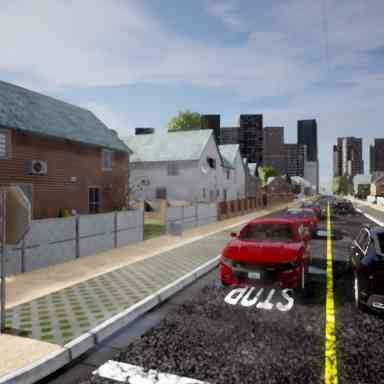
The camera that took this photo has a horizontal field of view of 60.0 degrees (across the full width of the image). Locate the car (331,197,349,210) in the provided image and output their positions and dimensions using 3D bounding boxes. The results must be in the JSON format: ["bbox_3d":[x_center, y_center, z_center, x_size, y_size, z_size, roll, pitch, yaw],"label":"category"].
[{"bbox_3d":[19.797,1.502,44.597,2.128,1.511,4.902,0,0,22],"label":"car"}]

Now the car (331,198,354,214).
[{"bbox_3d":[15.905,1.499,34.987,2.128,1.511,4.902,0,0,23],"label":"car"}]

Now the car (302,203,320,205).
[{"bbox_3d":[10.181,1.609,28.614,1.895,1.301,4.718,0,0,22],"label":"car"}]

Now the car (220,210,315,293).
[{"bbox_3d":[2.245,1.483,9.280,1.882,1.535,5.008,0,0,22],"label":"car"}]

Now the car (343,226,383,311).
[{"bbox_3d":[4.534,1.505,7.352,1.837,1.490,4.892,0,0,22],"label":"car"}]

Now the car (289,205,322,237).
[{"bbox_3d":[5.912,1.607,18.220,1.895,1.301,4.718,0,0,22],"label":"car"}]
